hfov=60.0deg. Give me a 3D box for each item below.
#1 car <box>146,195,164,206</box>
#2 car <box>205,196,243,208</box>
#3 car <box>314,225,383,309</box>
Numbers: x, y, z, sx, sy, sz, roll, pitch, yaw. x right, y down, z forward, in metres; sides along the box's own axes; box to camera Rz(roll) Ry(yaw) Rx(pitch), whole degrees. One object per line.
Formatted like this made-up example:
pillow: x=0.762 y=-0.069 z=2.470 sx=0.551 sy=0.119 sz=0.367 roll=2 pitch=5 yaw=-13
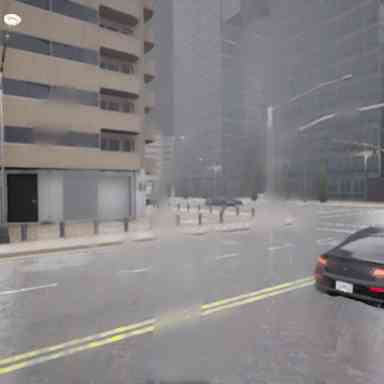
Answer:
car: x=-6.038 y=1.191 z=47.866 sx=2.033 sy=1.411 sz=5.357 roll=-1 pitch=1 yaw=-35
car: x=3.743 y=1.145 z=40.043 sx=2.033 sy=1.411 sz=5.357 roll=-1 pitch=1 yaw=-35
car: x=4.484 y=1.425 z=7.010 sx=4.674 sy=1.442 sz=1.812 roll=-1 pitch=1 yaw=-35
